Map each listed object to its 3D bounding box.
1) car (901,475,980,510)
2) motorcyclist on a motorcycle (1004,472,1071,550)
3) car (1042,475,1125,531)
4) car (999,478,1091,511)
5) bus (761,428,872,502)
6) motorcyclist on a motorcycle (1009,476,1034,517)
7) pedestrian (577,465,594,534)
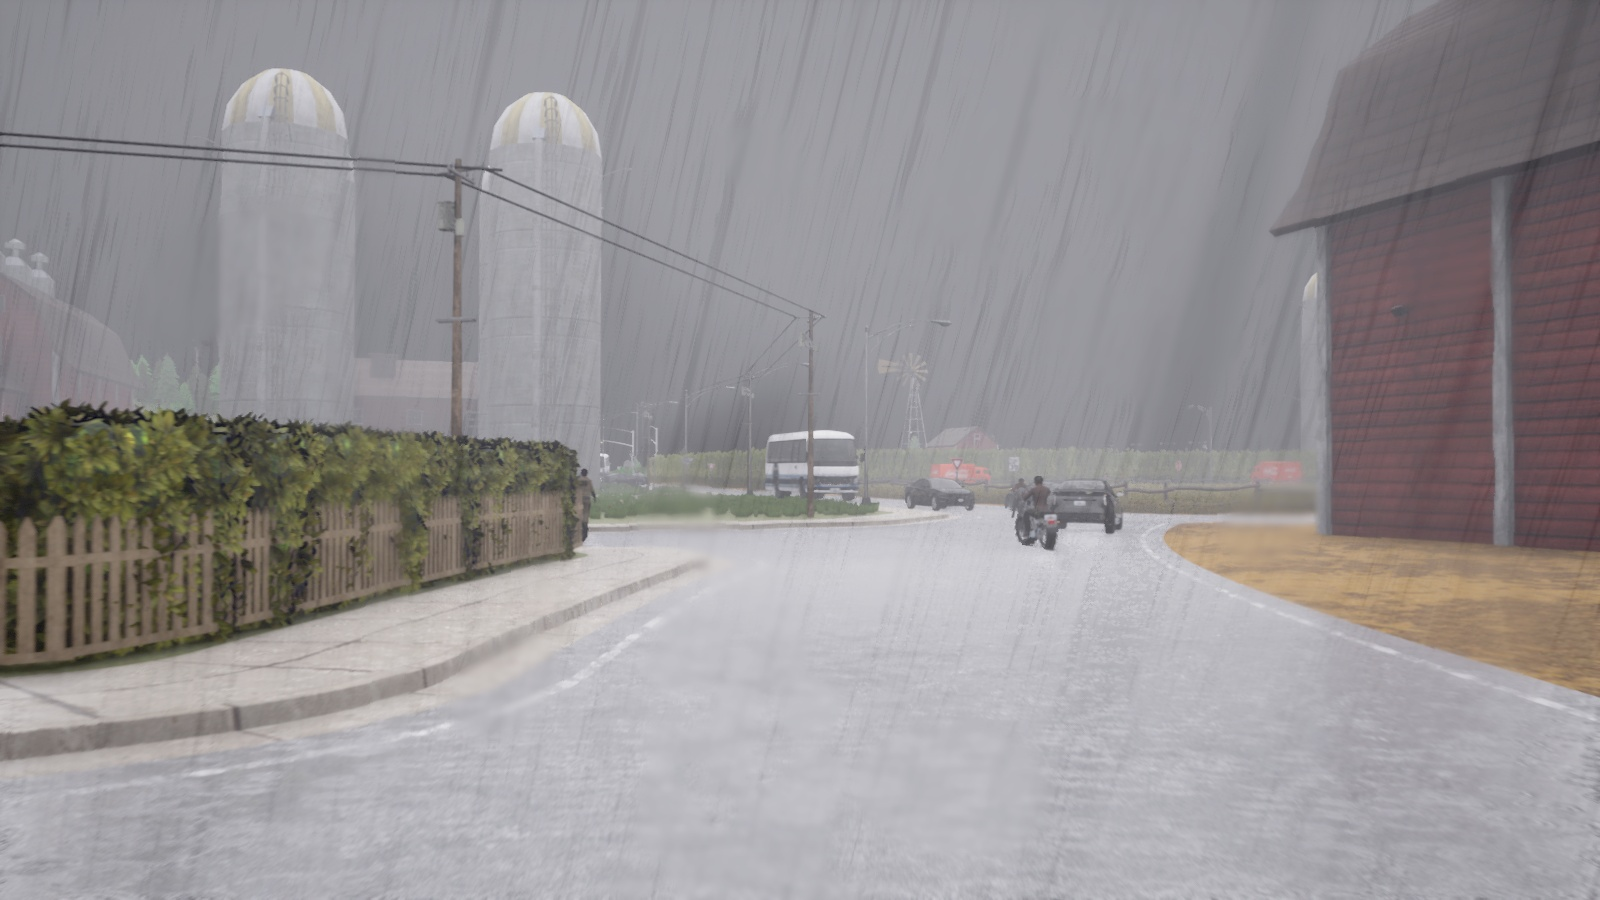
[{"bbox_3d":[6.502,1.963,58.730,1.882,1.535,5.008,0,-1,-17],"label":"car"},{"bbox_3d":[5.256,1.329,27.937,0.766,1.649,2.350,-2,-1,-6],"label":"motorcyclist on a motorcycle"},{"bbox_3d":[8.273,1.486,36.375,2.007,1.525,4.514,-1,-1,17],"label":"car"},{"bbox_3d":[10.947,1.987,56.422,1.994,1.385,4.181,0,-1,-24],"label":"car"},{"bbox_3d":[0.826,0.956,77.617,3.944,4.253,10.273,0,-1,-17],"label":"bus"},{"bbox_3d":[8.397,1.752,47.753,0.797,1.523,2.044,0,-1,6],"label":"motorcyclist on a motorcycle"},{"bbox_3d":[-6.098,1.408,35.700,0.396,1.930,0.692,0,-1,-4],"label":"pedestrian"}]
